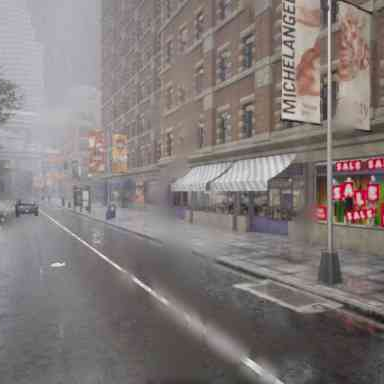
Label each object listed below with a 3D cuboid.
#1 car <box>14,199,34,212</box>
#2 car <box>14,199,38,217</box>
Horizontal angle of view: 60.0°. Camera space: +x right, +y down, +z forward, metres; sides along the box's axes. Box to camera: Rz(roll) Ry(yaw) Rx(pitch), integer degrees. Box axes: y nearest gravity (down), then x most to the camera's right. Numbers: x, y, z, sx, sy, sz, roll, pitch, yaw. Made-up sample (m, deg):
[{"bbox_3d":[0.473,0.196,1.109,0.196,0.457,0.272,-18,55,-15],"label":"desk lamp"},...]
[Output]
[{"bbox_3d":[-20.261,1.547,40.114,2.033,1.411,5.357,0,0,-27],"label":"car"},{"bbox_3d":[-15.674,1.492,31.517,2.128,1.511,4.902,0,0,-28],"label":"car"}]
